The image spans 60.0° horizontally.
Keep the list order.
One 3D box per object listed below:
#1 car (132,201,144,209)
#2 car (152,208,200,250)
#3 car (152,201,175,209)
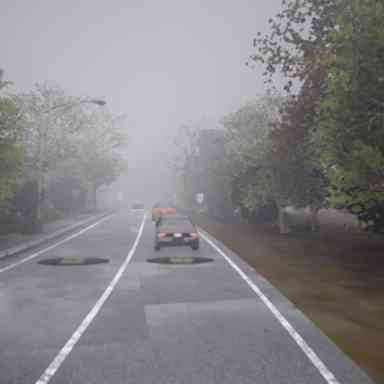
[{"bbox_3d":[-9.727,2.359,59.721,1.882,1.535,5.008,1,-3,-7],"label":"car"},{"bbox_3d":[-0.788,1.695,15.028,2.033,1.411,5.357,0,-1,-6],"label":"car"},{"bbox_3d":[-2.564,1.626,30.094,2.097,1.767,4.553,1,-1,-7],"label":"car"}]
